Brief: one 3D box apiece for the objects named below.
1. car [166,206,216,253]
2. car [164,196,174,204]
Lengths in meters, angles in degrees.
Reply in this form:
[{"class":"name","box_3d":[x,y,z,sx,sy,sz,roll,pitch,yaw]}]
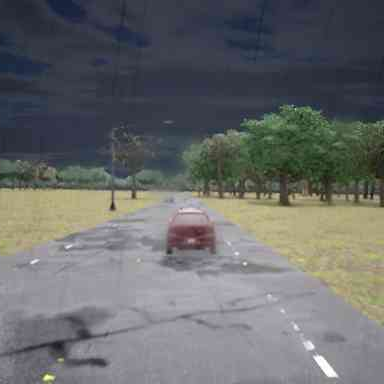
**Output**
[{"class":"car","box_3d":[-0.025,1.581,14.265,1.882,1.535,5.008,0,0,0]},{"class":"car","box_3d":[-4.498,1.457,64.899,1.882,1.535,5.008,0,1,-1]}]
